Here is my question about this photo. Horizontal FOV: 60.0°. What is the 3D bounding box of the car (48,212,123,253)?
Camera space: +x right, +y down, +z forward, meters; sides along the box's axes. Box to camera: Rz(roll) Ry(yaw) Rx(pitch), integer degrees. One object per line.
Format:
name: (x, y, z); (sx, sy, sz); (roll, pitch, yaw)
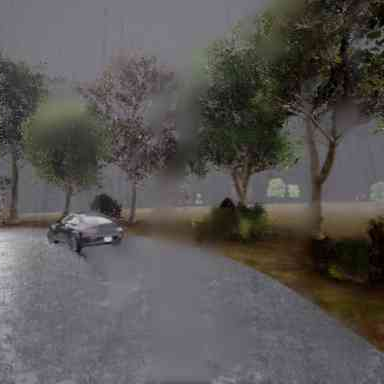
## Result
car: (-4.521, 1.568, 13.991); (1.812, 1.442, 4.674); (0, -1, -39)
